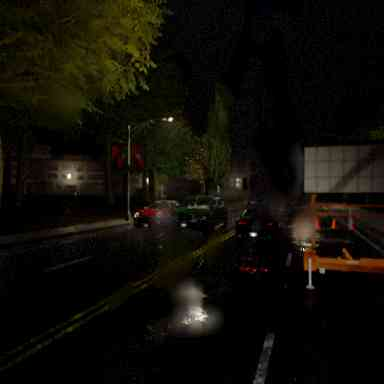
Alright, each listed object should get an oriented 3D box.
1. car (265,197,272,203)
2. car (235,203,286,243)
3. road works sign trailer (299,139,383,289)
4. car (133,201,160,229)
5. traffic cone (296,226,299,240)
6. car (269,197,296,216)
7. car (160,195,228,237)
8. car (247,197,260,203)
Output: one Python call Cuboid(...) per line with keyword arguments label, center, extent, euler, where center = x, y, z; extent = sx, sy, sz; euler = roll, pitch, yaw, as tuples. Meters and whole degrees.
Cuboid(label="car", center=(13.679, 1.666, 57.037), extent=(1.837, 1.490, 4.892), euler=(0, 0, 19))
Cuboid(label="car", center=(3.359, 1.508, 16.176), extent=(1.837, 1.490, 4.892), euler=(0, 0, 19))
Cuboid(label="road works sign trailer", center=(4.163, 0.464, 8.772), extent=(2.380, 3.560, 2.880), euler=(0, 0, 19))
Cuboid(label="car", center=(-1.947, 1.357, 21.371), extent=(2.097, 1.767, 4.553), euler=(0, 0, 19))
Cuboid(label="traffic cone", center=(5.115, 1.958, 15.844), extent=(0.340, 0.580, 0.340), euler=(0, 0, 19))
Cuboid(label="car", center=(9.144, 1.540, 33.134), extent=(1.837, 1.490, 4.892), euler=(0, -1, 19))
Cuboid(label="car", center=(0.491, 1.225, 18.454), extent=(2.150, 2.045, 5.566), euler=(0, 0, 19))
Cuboid(label="car", center=(11.142, 1.697, 59.639), extent=(1.812, 1.442, 4.674), euler=(0, 0, 19))
